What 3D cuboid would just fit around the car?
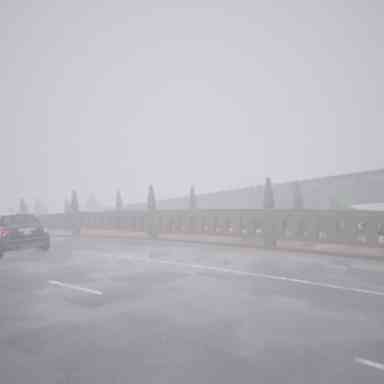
[{"bbox_3d":[-8.054,1.692,14.034,4.553,1.767,2.097,-4,-2,35],"label":"car"}]
